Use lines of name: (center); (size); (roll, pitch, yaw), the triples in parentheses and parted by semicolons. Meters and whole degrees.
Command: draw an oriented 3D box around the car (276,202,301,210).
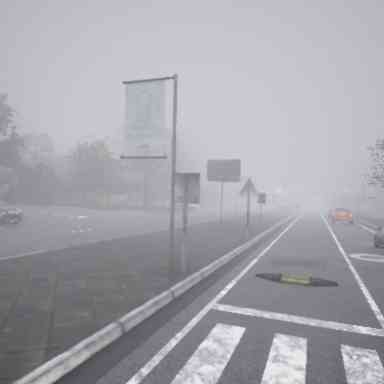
car: (22.070, 3.469, 77.317); (4.892, 1.521, 2.231); (2, -1, 20)

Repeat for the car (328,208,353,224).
car: (16.971, 2.582, 37.731); (2.097, 1.767, 4.553); (2, -1, 21)

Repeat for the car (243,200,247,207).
car: (10.766, 3.103, 84.481); (5.008, 1.535, 2.097); (2, -1, 20)

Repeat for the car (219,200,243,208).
car: (8.853, 2.929, 79.255); (5.008, 1.535, 2.097); (2, -1, 20)

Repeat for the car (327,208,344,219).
car: (21.083, 3.105, 49.029); (2.033, 1.411, 5.357); (2, -1, 20)

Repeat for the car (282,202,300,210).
car: (26.931, 3.823, 90.454); (4.553, 1.767, 2.185); (2, -1, 20)

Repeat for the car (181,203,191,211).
car: (-3.211, 1.954, 46.513); (4.892, 1.521, 2.231); (2, -1, 20)

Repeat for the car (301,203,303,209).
car: (23.016, 3.305, 79.961); (5.566, 2.045, 2.435); (2, -1, 20)

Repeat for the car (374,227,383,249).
car: (9.728, 2.139, 15.315); (1.812, 1.442, 4.674); (2, -1, 20)

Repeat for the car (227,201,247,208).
car: (11.729, 3.237, 87.094); (4.674, 1.452, 2.002); (2, -1, 20)

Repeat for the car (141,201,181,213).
car: (-4.347, 1.902, 43.440); (4.674, 1.452, 2.002); (2, -1, 20)

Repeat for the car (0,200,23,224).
car: (-12.782, 1.060, 20.628); (4.553, 1.767, 2.185); (2, -1, 20)

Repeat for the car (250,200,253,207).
car: (13.687, 3.268, 92.309); (4.553, 1.767, 2.185); (2, -1, 20)

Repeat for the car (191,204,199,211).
car: (-2.090, 2.044, 49.587); (5.008, 1.535, 2.097); (2, -1, 20)
